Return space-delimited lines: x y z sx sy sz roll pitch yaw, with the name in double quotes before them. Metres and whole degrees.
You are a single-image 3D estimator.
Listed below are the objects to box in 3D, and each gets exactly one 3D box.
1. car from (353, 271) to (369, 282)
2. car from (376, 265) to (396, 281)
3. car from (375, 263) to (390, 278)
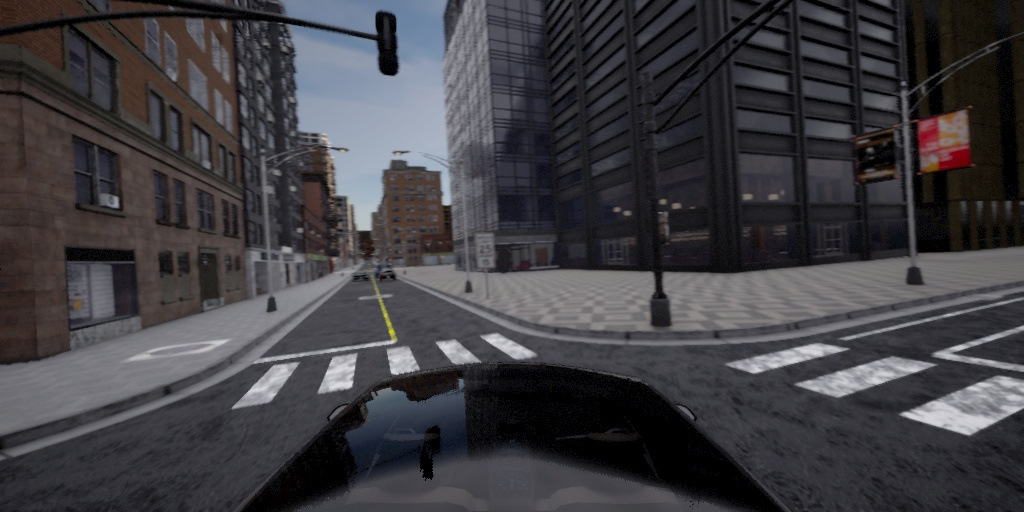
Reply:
"car" -19.348 2.545 45.927 1.895 1.301 4.718 -3 0 -22
"car" -15.121 2.203 43.527 1.837 1.490 4.892 -3 0 -20
"car" -18.940 2.119 52.902 2.150 2.045 5.566 -3 0 -22
